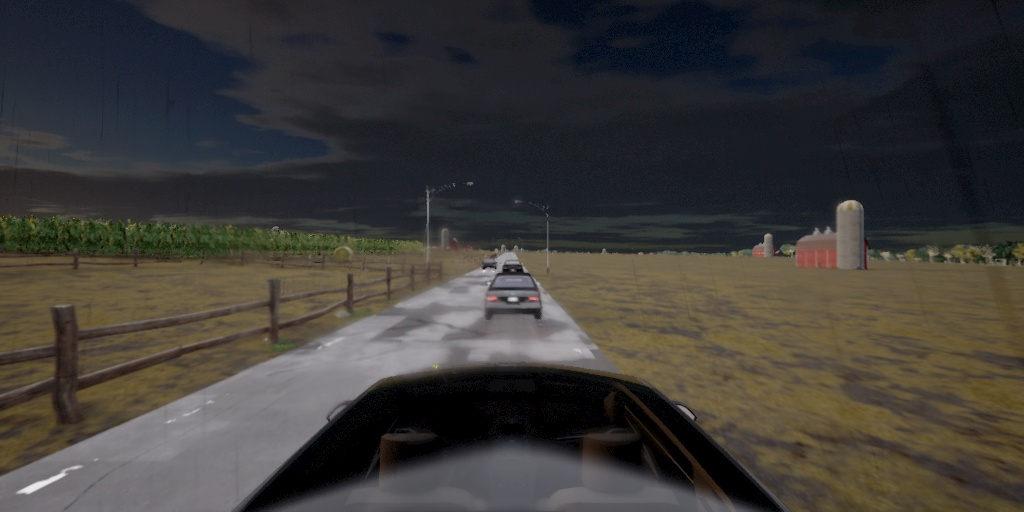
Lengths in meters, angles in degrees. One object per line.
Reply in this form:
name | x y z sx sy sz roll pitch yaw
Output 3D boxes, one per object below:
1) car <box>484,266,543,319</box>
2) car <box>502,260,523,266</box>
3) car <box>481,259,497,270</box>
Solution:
car | 0.058 1.269 12.701 2.033 1.411 5.357 0 0 0
car | 0.066 1.083 34.301 1.882 1.535 5.008 0 0 0
car | -2.877 1.057 46.149 2.033 1.411 5.357 0 1 0
